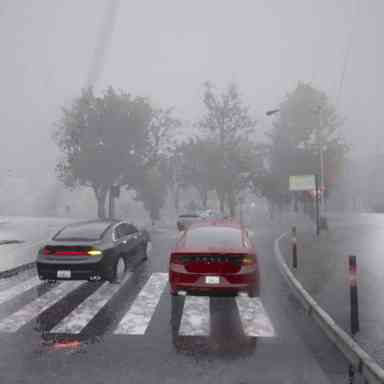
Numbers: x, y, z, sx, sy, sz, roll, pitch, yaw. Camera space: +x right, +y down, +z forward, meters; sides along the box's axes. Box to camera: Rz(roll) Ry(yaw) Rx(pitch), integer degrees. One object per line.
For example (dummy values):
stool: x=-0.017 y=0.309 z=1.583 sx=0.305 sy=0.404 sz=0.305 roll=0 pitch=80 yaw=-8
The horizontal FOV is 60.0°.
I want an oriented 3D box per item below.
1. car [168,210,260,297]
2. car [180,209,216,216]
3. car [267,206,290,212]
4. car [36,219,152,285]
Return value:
car: x=0.632 y=1.472 z=8.626 sx=1.882 sy=1.535 sz=5.008 roll=-1 pitch=0 yaw=6
car: x=0.928 y=1.784 z=20.538 sx=2.128 sy=1.511 sz=4.902 roll=-3 pitch=-4 yaw=29
car: x=18.936 y=3.903 z=72.846 sx=4.892 sy=1.490 sz=1.837 roll=-3 pitch=-5 yaw=37
car: x=-2.496 y=1.532 z=9.590 sx=1.837 sy=1.490 sz=4.892 roll=-1 pitch=0 yaw=6
